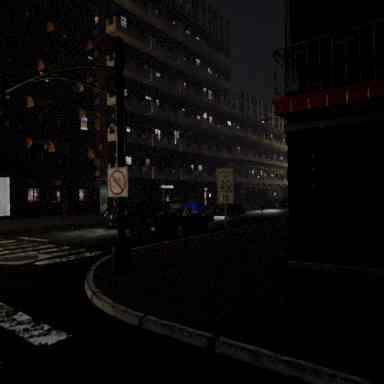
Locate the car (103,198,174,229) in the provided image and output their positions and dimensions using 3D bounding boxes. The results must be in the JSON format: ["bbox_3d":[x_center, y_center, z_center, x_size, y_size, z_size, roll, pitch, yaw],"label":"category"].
[{"bbox_3d":[-3.610,1.344,21.754,2.097,1.767,4.553,-1,-1,36],"label":"car"}]

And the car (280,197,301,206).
[{"bbox_3d":[15.761,1.495,52.939,1.752,1.417,4.829,-1,-1,36],"label":"car"}]

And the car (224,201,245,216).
[{"bbox_3d":[3.384,1.528,31.480,1.994,1.385,4.181,-1,-1,36],"label":"car"}]

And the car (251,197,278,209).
[{"bbox_3d":[9.359,1.430,44.030,1.967,1.590,4.097,-1,-1,36],"label":"car"}]

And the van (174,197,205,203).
[{"bbox_3d":[-0.392,1.365,30.457,1.690,1.788,3.998,-1,-1,36],"label":"van"}]

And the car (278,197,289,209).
[{"bbox_3d":[12.038,1.428,43.460,2.128,1.511,4.902,-1,-1,36],"label":"car"}]

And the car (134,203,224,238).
[{"bbox_3d":[-0.488,1.435,16.812,2.008,1.369,4.403,-1,-1,36],"label":"car"}]
